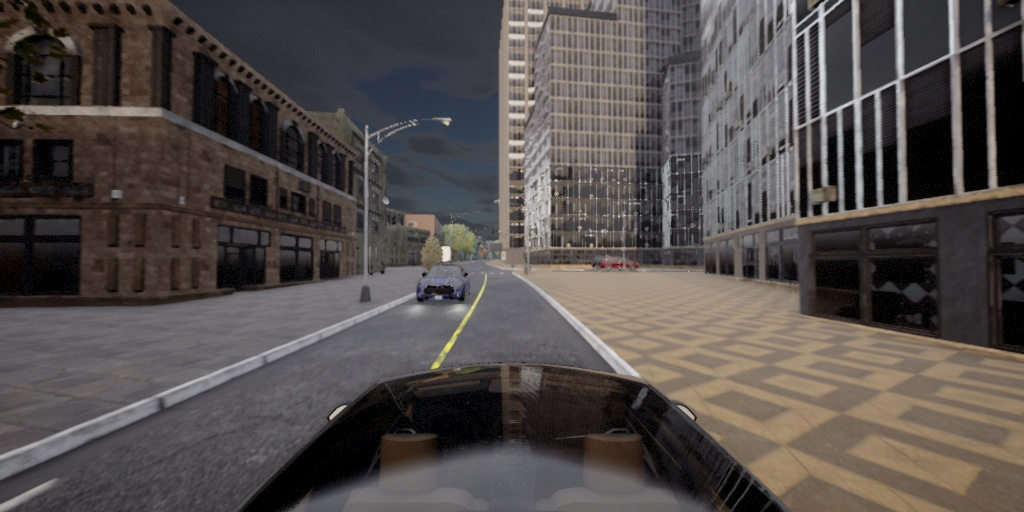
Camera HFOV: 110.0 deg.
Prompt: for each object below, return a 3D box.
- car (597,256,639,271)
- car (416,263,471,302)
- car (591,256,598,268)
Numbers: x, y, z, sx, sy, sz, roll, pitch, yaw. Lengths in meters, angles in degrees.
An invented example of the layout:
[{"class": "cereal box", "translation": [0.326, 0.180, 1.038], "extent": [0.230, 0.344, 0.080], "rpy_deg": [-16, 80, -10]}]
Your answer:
[{"class": "car", "translation": [14.292, 1.071, 47.788], "extent": [5.009, 1.841, 2.192], "rpy_deg": [0, 0, 16]}, {"class": "car", "translation": [-3.135, 1.154, 17.191], "extent": [2.097, 1.767, 4.553], "rpy_deg": [0, 0, -2]}, {"class": "car", "translation": [14.029, 0.988, 50.682], "extent": [5.566, 2.045, 2.150], "rpy_deg": [0, -1, 16]}]
